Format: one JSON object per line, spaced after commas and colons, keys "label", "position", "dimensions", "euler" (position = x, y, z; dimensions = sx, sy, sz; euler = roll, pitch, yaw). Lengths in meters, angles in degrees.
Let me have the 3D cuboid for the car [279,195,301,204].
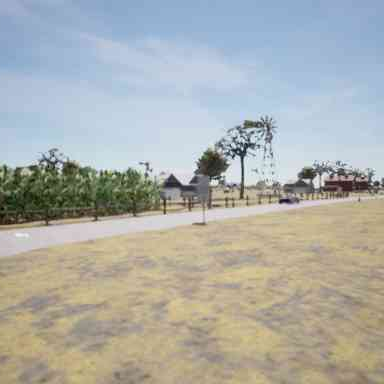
{"label": "car", "position": [14.521, 1.128, 49.409], "dimensions": [1.895, 1.301, 4.718], "euler": [0, 0, 35]}
